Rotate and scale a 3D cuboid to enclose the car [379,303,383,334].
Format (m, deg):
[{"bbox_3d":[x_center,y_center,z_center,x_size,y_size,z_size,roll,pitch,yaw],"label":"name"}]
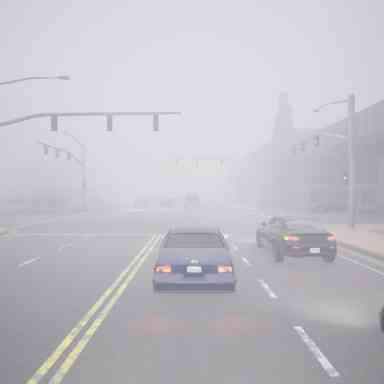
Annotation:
[{"bbox_3d":[3.595,1.526,2.848,1.812,1.442,4.674,0,0,1],"label":"car"}]

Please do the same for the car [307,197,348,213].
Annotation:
[{"bbox_3d":[14.670,1.352,35.220,4.553,1.767,2.097,0,0,0],"label":"car"}]

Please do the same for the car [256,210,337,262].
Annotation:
[{"bbox_3d":[3.566,1.526,11.954,1.812,1.442,4.674,0,0,0],"label":"car"}]

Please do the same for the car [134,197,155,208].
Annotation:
[{"bbox_3d":[-7.226,1.492,48.793,2.128,1.511,4.902,0,0,1],"label":"car"}]

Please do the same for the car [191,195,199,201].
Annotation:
[{"bbox_3d":[0.734,1.478,83.811,1.882,1.535,5.008,0,0,2],"label":"car"}]

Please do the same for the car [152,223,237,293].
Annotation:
[{"bbox_3d":[0.060,1.547,8.963,2.033,1.411,5.357,0,0,0],"label":"car"}]

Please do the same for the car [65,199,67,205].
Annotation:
[{"bbox_3d":[-21.415,1.156,51.285,3.866,1.878,1.905,0,0,0],"label":"car"}]

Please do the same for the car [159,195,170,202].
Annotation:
[{"bbox_3d":[-6.425,1.460,77.827,1.882,1.535,5.008,0,0,2],"label":"car"}]

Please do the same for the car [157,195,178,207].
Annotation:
[{"bbox_3d":[-3.687,1.601,50.885,1.895,1.301,4.718,0,0,1],"label":"car"}]

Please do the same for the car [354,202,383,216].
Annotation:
[{"bbox_3d":[18.263,1.601,31.706,4.718,1.301,1.895,0,0,0],"label":"car"}]

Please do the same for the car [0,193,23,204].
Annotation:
[{"bbox_3d":[-38.960,1.153,70.899,4.605,1.855,1.932,0,0,0],"label":"car"}]

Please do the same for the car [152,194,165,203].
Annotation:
[{"bbox_3d":[-6.705,1.352,67.715,2.097,1.767,4.553,0,0,2],"label":"car"}]

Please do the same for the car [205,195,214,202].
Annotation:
[{"bbox_3d":[4.102,1.549,78.736,1.994,1.385,4.181,0,0,2],"label":"car"}]

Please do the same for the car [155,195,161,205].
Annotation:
[{"bbox_3d":[-7.031,1.564,57.705,1.994,1.385,4.181,0,0,2],"label":"car"}]

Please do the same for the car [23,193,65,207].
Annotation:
[{"bbox_3d":[-21.471,1.153,48.391,4.605,1.855,1.932,0,0,0],"label":"car"}]

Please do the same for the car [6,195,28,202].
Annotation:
[{"bbox_3d":[-38.895,1.364,73.795,3.905,1.438,1.784,0,0,0],"label":"car"}]

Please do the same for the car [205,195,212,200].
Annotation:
[{"bbox_3d":[4.359,1.470,88.527,1.994,1.385,4.181,0,0,2],"label":"car"}]

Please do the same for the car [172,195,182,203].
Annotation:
[{"bbox_3d":[-3.097,1.500,71.232,1.837,1.490,4.892,0,0,2],"label":"car"}]

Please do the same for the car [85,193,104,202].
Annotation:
[{"bbox_3d":[-21.440,1.156,70.909,3.866,1.878,1.905,0,0,0],"label":"car"}]

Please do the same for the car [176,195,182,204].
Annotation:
[{"bbox_3d":[-3.431,1.564,60.943,1.994,1.385,4.181,0,0,2],"label":"car"}]

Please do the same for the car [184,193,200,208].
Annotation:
[{"bbox_3d":[-0.004,1.221,48.587,2.150,2.045,5.566,0,0,0],"label":"car"}]
